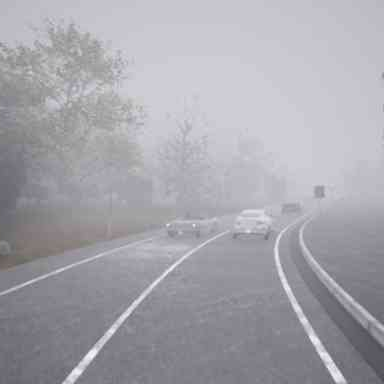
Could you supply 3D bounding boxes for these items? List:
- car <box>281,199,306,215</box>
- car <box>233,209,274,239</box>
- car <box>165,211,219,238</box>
[{"bbox_3d":[10.647,1.460,34.715,1.882,1.535,5.008,-2,0,26],"label":"car"},{"bbox_3d":[3.407,1.661,18.130,1.812,1.442,4.674,-1,-1,18],"label":"car"},{"bbox_3d":[0.103,1.815,19.302,1.895,1.301,4.718,-1,-1,19],"label":"car"}]
